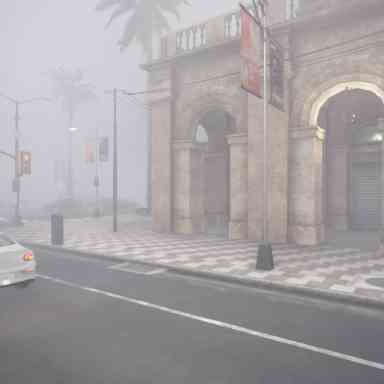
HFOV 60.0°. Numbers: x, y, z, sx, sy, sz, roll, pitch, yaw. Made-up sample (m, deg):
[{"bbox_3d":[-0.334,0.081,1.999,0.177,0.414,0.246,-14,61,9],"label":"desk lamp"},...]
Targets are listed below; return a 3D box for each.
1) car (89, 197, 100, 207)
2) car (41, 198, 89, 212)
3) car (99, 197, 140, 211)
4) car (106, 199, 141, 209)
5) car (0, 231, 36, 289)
[{"bbox_3d":[-13.786,1.513,51.035,2.161,1.482,4.786,0,0,35],"label":"car"},{"bbox_3d":[-14.809,1.505,38.287,1.837,1.490,4.892,0,0,36],"label":"car"},{"bbox_3d":[-8.684,1.564,40.486,1.994,1.385,4.181,0,0,36],"label":"car"},{"bbox_3d":[-9.410,1.601,45.822,1.895,1.301,4.718,0,0,36],"label":"car"},{"bbox_3d":[-5.527,1.526,7.900,4.674,1.442,1.812,0,0,36],"label":"car"}]
